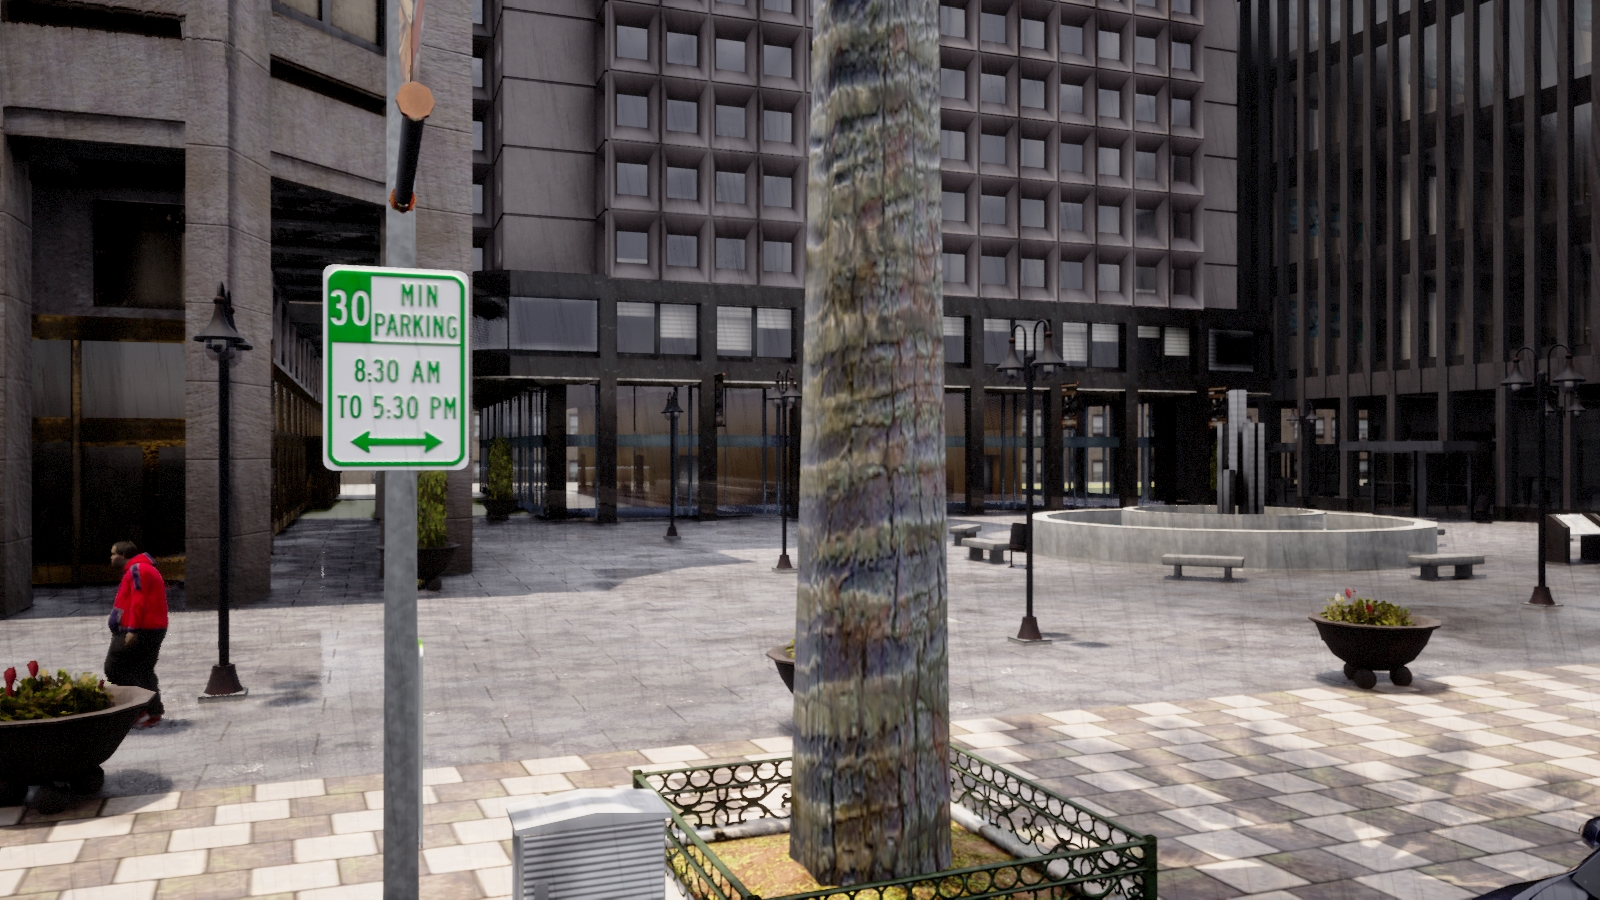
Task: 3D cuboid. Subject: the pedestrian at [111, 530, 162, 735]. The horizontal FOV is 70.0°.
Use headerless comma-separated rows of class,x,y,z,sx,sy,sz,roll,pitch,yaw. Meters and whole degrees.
pedestrian,-6.285,1.706,10.831,0.375,1.860,0.375,0,0,-23
